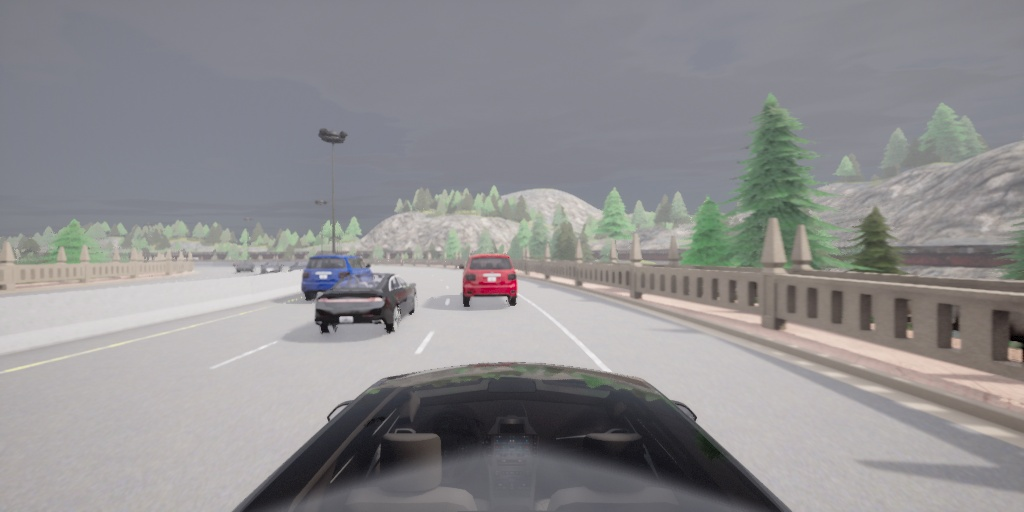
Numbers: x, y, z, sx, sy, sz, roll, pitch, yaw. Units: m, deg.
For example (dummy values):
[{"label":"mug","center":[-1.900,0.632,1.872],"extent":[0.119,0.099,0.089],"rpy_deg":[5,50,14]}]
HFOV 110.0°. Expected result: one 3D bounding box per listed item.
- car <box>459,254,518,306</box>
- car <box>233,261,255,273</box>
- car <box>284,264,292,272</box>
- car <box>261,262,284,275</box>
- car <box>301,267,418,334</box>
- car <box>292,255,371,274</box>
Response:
[{"label":"car","center":[-1.124,0.953,15.915],"extent":[2.150,2.045,5.566],"rpy_deg":[0,0,-8]},{"label":"car","center":[-35.197,1.498,47.448],"extent":[1.837,1.490,4.892],"rpy_deg":[0,0,-33]},{"label":"car","center":[-21.954,1.349,37.546],"extent":[2.128,1.511,4.902],"rpy_deg":[0,0,-24]},{"label":"car","center":[-27.774,1.404,41.624],"extent":[2.128,1.511,4.902],"rpy_deg":[0,0,-28]},{"label":"car","center":[-4.040,1.243,10.654],"extent":[2.128,1.511,4.902],"rpy_deg":[0,0,-5]},{"label":"car","center":[-8.518,0.988,17.977],"extent":[2.150,2.045,5.566],"rpy_deg":[0,0,-10]}]
